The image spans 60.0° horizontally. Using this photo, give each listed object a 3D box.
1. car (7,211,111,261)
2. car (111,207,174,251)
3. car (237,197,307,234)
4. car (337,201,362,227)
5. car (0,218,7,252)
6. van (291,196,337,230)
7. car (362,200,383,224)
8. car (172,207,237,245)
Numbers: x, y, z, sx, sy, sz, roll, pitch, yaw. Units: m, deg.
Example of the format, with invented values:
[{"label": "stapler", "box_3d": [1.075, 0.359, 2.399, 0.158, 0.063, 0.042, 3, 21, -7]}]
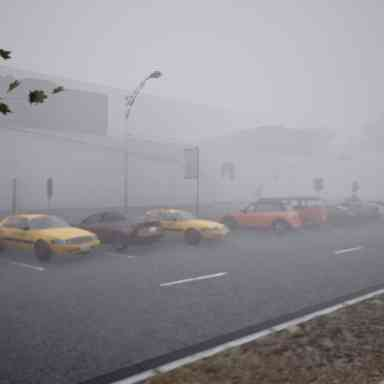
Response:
[{"label": "car", "box_3d": [-5.679, 1.488, 12.361, 5.366, 1.575, 1.946, -1, -1, 35]}, {"label": "car", "box_3d": [-3.429, 1.525, 14.208, 4.792, 1.488, 2.163, -1, -1, 35]}, {"label": "car", "box_3d": [3.910, 1.371, 19.369, 4.553, 1.767, 2.185, -1, -1, 34]}, {"label": "car", "box_3d": [8.752, 1.520, 22.845, 4.674, 1.452, 2.002, -1, 0, 35]}, {"label": "car", "box_3d": [-8.260, 1.535, 10.730, 4.674, 1.452, 2.002, -1, 0, 35]}, {"label": "van", "box_3d": [6.420, 1.265, 21.062, 4.442, 1.987, 1.878, -1, -1, 35]}, {"label": "car", "box_3d": [11.154, 1.498, 24.595, 4.792, 1.488, 2.163, -1, 0, 35]}, {"label": "car", "box_3d": [-0.819, 1.492, 15.822, 5.366, 1.575, 1.946, -1, -1, 35]}]
